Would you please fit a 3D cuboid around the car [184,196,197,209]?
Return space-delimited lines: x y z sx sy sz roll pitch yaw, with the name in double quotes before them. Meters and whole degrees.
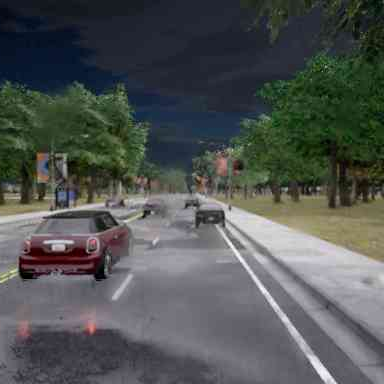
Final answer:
"car" 0.025 1.398 43.636 1.837 1.490 4.892 0 0 1

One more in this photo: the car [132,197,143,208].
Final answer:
"car" -6.586 1.422 42.507 1.812 1.442 4.674 0 0 0

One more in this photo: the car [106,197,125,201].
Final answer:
"car" -9.835 1.387 42.791 2.128 1.511 4.902 0 0 0

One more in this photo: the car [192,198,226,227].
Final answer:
"car" 1.139 1.423 22.147 1.882 1.535 5.008 0 0 0

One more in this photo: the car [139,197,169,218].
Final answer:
"car" -3.148 1.432 29.177 1.837 1.490 4.892 0 0 0

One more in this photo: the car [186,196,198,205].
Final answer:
"car" 0.004 1.390 56.610 1.812 1.442 4.674 0 0 0

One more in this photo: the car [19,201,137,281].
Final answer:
"car" -3.149 1.327 9.971 2.097 1.767 4.553 0 0 0
